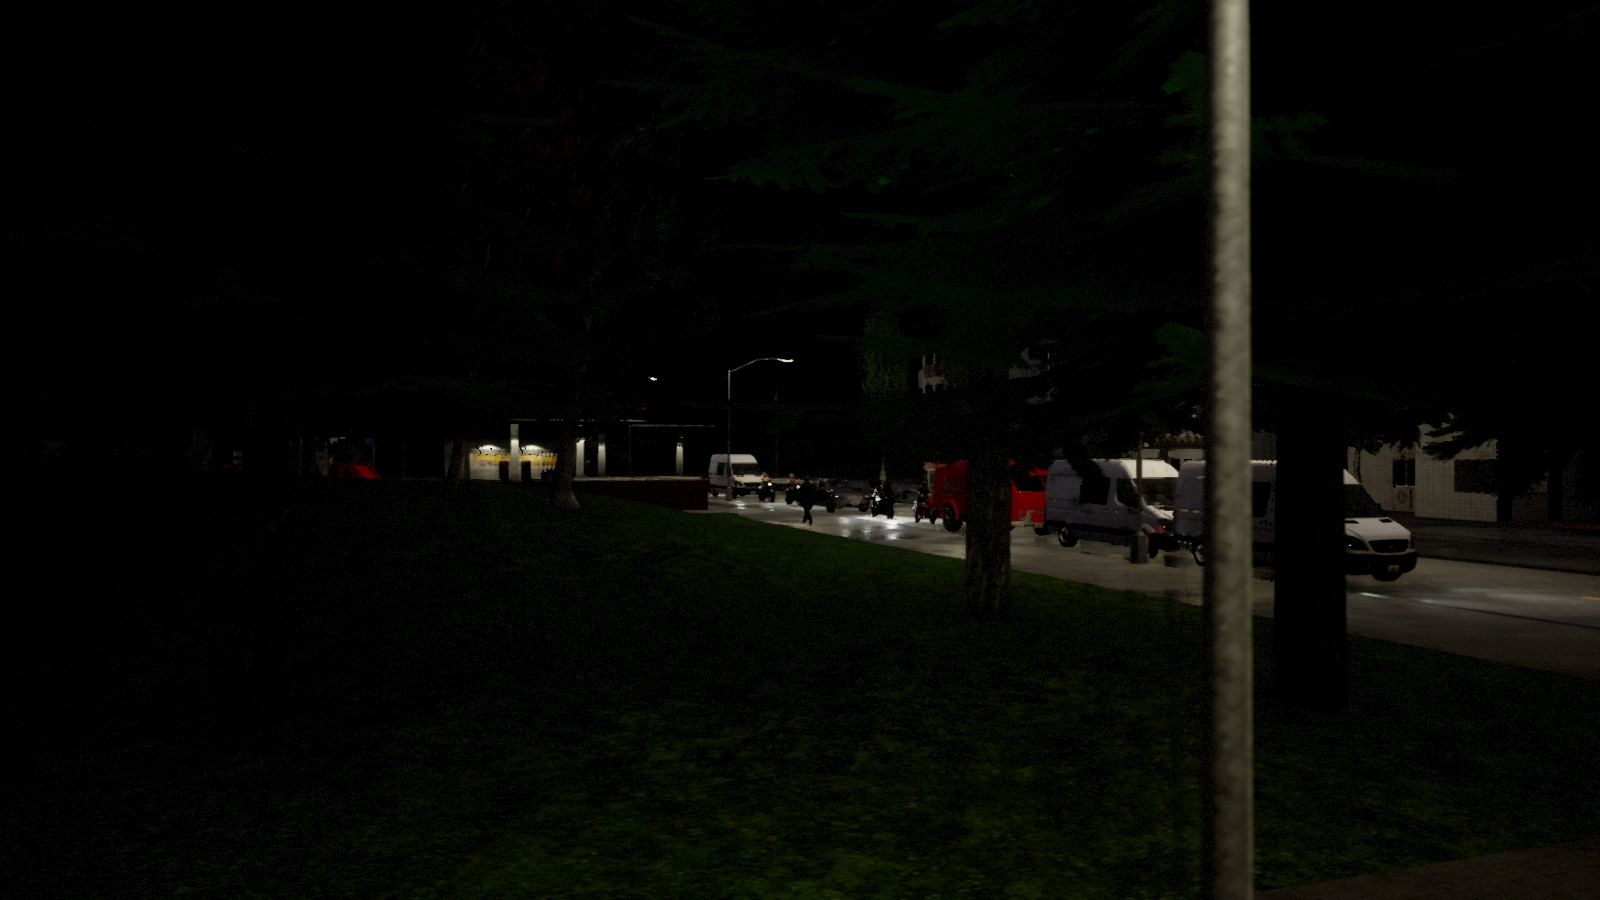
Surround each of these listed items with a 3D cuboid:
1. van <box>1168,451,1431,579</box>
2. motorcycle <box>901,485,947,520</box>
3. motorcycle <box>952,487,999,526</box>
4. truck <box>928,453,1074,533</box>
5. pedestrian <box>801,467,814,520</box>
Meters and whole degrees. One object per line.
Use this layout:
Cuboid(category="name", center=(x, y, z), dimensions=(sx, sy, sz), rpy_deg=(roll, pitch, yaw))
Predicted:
Cuboid(category="van", center=(11.117, 1.315, 26.071), dimensions=(1.988, 2.561, 5.915), rpy_deg=(0, 0, -20))
Cuboid(category="motorcycle", center=(4.737, 1.986, 43.838), dimensions=(0.867, 1.251, 2.209), rpy_deg=(0, 0, -20))
Cuboid(category="motorcycle", center=(6.137, 1.963, 39.995), dimensions=(0.856, 1.236, 1.805), rpy_deg=(0, 0, -20))
Cuboid(category="truck", center=(6.643, 1.349, 38.534), dimensions=(2.627, 2.467, 5.204), rpy_deg=(0, 0, -20))
Cuboid(category="pedestrian", center=(0.270, 1.526, 40.581), dimensions=(0.375, 1.860, 0.375), rpy_deg=(0, 0, -20))
